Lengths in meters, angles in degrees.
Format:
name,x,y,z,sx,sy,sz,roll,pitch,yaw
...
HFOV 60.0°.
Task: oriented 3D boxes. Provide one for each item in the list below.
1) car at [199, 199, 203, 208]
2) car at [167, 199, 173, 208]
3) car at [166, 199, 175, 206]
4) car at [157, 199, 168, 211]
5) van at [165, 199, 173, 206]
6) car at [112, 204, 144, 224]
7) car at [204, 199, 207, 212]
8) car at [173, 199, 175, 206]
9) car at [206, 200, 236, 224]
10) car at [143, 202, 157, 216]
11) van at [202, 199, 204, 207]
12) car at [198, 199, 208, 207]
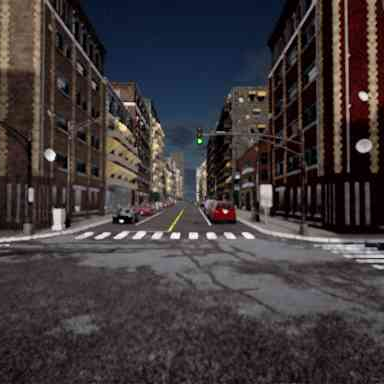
name,x,y,z,sx,sy,sz,roll,pitch,yaw
car,2.670,2.725,73.265,1.947,1.339,4.313,1,-1,0
car,-5.711,2.742,73.259,1.802,1.307,4.206,1,-1,0
car,-5.714,2.770,89.835,2.192,1.841,5.009,1,-1,0
car,-5.702,2.429,56.693,2.008,1.369,4.403,1,-1,0
van,-5.712,2.696,84.311,1.690,1.788,3.998,1,-1,0
car,-5.690,2.002,29.078,1.947,1.339,4.313,1,-1,0
car,2.692,1.835,34.612,2.192,1.841,5.009,1,-1,0
car,-5.709,2.572,78.788,2.192,1.841,5.009,1,-1,0
car,2.694,1.751,29.088,2.192,1.841,5.009,1,-1,0
car,-5.695,2.152,40.125,1.887,1.381,4.507,1,-1,0
van,2.686,2.036,45.655,1.690,1.788,3.998,1,-1,0
car,2.671,2.571,78.793,2.192,1.841,5.009,1,-1,0
